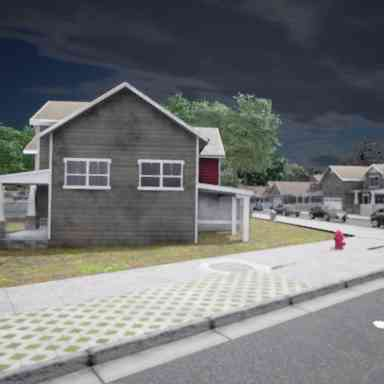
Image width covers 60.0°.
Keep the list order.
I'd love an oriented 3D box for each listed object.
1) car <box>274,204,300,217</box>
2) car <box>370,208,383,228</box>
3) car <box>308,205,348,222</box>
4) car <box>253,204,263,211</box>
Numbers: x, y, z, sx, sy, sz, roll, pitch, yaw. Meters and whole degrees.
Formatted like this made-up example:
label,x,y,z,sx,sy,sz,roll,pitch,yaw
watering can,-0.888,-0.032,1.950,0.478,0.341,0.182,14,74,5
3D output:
label,x,y,z,sx,sy,sz,roll,pitch,yaw
car,11.805,2.274,41.576,1.837,1.490,4.892,1,-2,-6
car,13.476,1.724,21.334,1.837,1.490,4.892,1,-2,-4
car,12.764,1.983,31.468,2.128,1.511,4.902,1,-2,-5
car,11.944,2.908,62.852,1.812,1.442,4.674,1,-2,-9
